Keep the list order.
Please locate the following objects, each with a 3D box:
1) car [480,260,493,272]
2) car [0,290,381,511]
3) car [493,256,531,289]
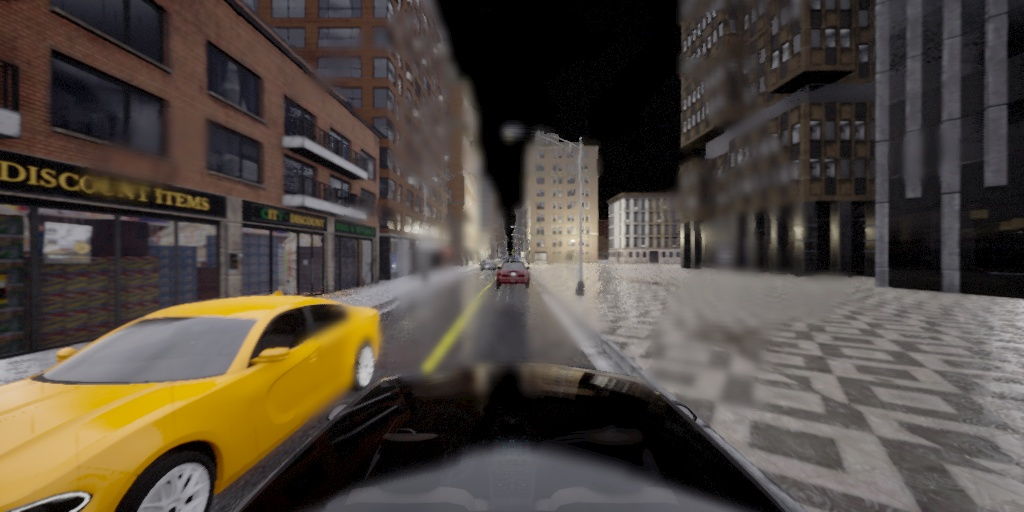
[{"bbox_3d":[-3.072,1.205,46.305,2.128,1.511,4.902,0,0,0],"label":"car"},{"bbox_3d":[-3.092,1.226,3.919,1.882,1.535,5.008,0,0,0],"label":"car"},{"bbox_3d":[0.102,1.083,23.334,2.097,1.767,4.553,0,0,0],"label":"car"}]
